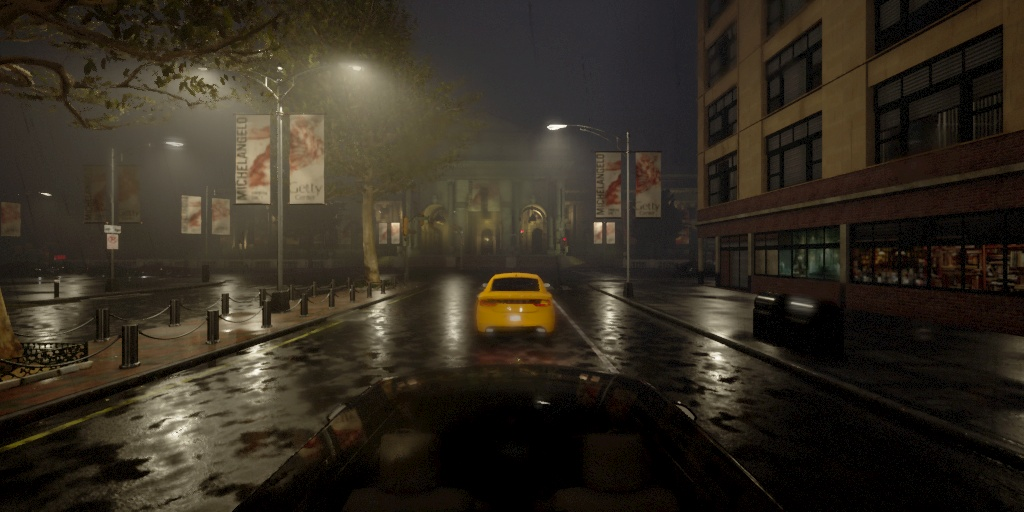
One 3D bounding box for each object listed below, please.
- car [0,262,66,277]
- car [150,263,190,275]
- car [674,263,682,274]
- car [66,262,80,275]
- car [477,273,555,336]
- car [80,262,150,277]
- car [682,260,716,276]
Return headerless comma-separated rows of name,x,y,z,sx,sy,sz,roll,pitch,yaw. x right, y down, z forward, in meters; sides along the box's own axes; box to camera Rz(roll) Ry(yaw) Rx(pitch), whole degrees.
car,-47.076,1.276,34.880,4.674,1.442,1.812,0,0,0
car,-37.398,1.351,38.338,4.718,1.301,1.895,0,0,1
car,19.695,1.227,37.665,5.008,1.535,1.882,0,0,1
car,-47.003,1.297,38.394,5.357,1.411,2.033,0,0,0
car,0.120,1.228,10.391,1.882,1.535,5.008,0,0,1
car,-38.507,1.314,34.841,4.181,1.385,1.994,0,0,0
car,19.011,1.314,34.173,4.181,1.385,1.994,0,0,1
